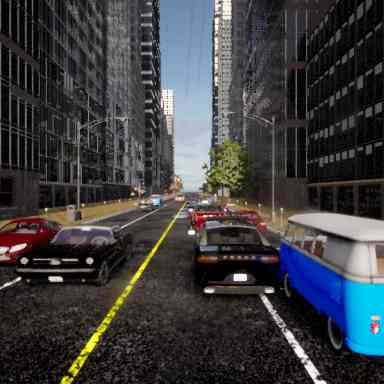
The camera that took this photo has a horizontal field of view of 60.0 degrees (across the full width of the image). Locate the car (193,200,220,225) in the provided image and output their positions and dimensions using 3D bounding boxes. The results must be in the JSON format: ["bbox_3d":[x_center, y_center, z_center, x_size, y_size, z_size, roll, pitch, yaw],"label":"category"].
[{"bbox_3d":[0.980,1.455,25.004,1.801,1.575,5.366,0,0,0],"label":"car"}]

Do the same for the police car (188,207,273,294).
[{"bbox_3d":[0.928,1.425,8.924,1.930,1.638,5.238,0,0,0],"label":"police car"}]

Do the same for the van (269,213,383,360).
[{"bbox_3d":[2.709,1.341,5.789,1.690,1.788,3.998,0,0,0],"label":"van"}]

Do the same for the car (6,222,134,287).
[{"bbox_3d":[-2.971,1.600,9.476,1.895,1.301,4.718,0,0,0],"label":"car"}]

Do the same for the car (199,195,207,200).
[{"bbox_3d":[2.986,1.462,91.175,1.887,1.381,4.507,0,0,0],"label":"car"}]

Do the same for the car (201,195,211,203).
[{"bbox_3d":[2.911,1.401,68.405,1.967,1.590,4.097,0,0,0],"label":"car"}]

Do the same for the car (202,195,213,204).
[{"bbox_3d":[2.893,1.410,62.713,1.967,1.590,4.097,0,0,0],"label":"car"}]

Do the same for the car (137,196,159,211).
[{"bbox_3d":[-5.562,1.548,39.974,2.008,1.369,4.403,0,0,0],"label":"car"}]

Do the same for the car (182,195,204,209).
[{"bbox_3d":[0.156,1.485,45.712,2.128,1.511,4.902,0,0,0],"label":"car"}]

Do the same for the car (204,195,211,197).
[{"bbox_3d":[2.838,1.544,45.636,2.008,1.369,4.403,0,0,0],"label":"car"}]

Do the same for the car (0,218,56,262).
[{"bbox_3d":[-5.654,1.582,11.511,1.802,1.307,4.206,0,0,0],"label":"car"}]

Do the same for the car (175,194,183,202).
[{"bbox_3d":[-2.756,1.300,76.041,2.097,1.767,4.553,0,0,0],"label":"car"}]

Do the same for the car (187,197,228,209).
[{"bbox_3d":[0.911,1.351,18.776,2.097,1.767,4.553,0,0,0],"label":"car"}]

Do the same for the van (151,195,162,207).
[{"bbox_3d":[-5.524,1.328,51.359,1.690,1.788,3.998,0,0,0],"label":"van"}]

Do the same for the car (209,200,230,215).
[{"bbox_3d":[2.801,1.581,34.251,1.802,1.307,4.206,0,0,0],"label":"car"}]
